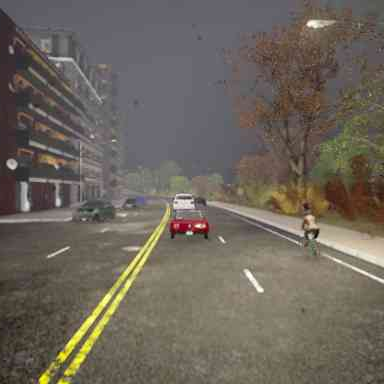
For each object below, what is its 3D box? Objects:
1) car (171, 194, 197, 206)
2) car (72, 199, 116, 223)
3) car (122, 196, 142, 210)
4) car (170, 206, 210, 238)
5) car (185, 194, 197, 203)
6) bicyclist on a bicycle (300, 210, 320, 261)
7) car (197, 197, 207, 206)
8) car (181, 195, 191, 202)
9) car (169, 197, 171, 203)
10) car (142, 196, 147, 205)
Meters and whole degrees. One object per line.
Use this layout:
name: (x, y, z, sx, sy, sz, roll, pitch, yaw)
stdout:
car: (-0.920, 1.242, 36.088, 2.150, 2.045, 5.566, 0, 0, -3)
car: (-7.498, 1.372, 25.899, 2.097, 1.767, 4.553, 0, 0, 5)
car: (-8.129, 1.555, 44.553, 1.812, 1.442, 4.674, 0, 0, -4)
car: (-0.170, 1.613, 17.612, 1.895, 1.301, 4.718, 0, 0, -2)
car: (-0.307, 1.375, 69.224, 2.097, 1.767, 4.553, 0, 0, -6)
bicyclist on a bicycle: (4.016, 1.459, 11.327, 0.582, 1.620, 1.656, 0, 0, -1)
car: (1.228, 1.525, 52.845, 1.837, 1.490, 4.892, 0, 0, -4)
car: (-1.390, 1.496, 79.065, 1.882, 1.535, 5.008, 0, 0, -7)
car: (-3.907, 1.549, 72.290, 2.128, 1.511, 4.902, 0, 0, -6)
car: (-9.414, 1.510, 61.618, 1.882, 1.535, 5.008, 0, 0, -5)
